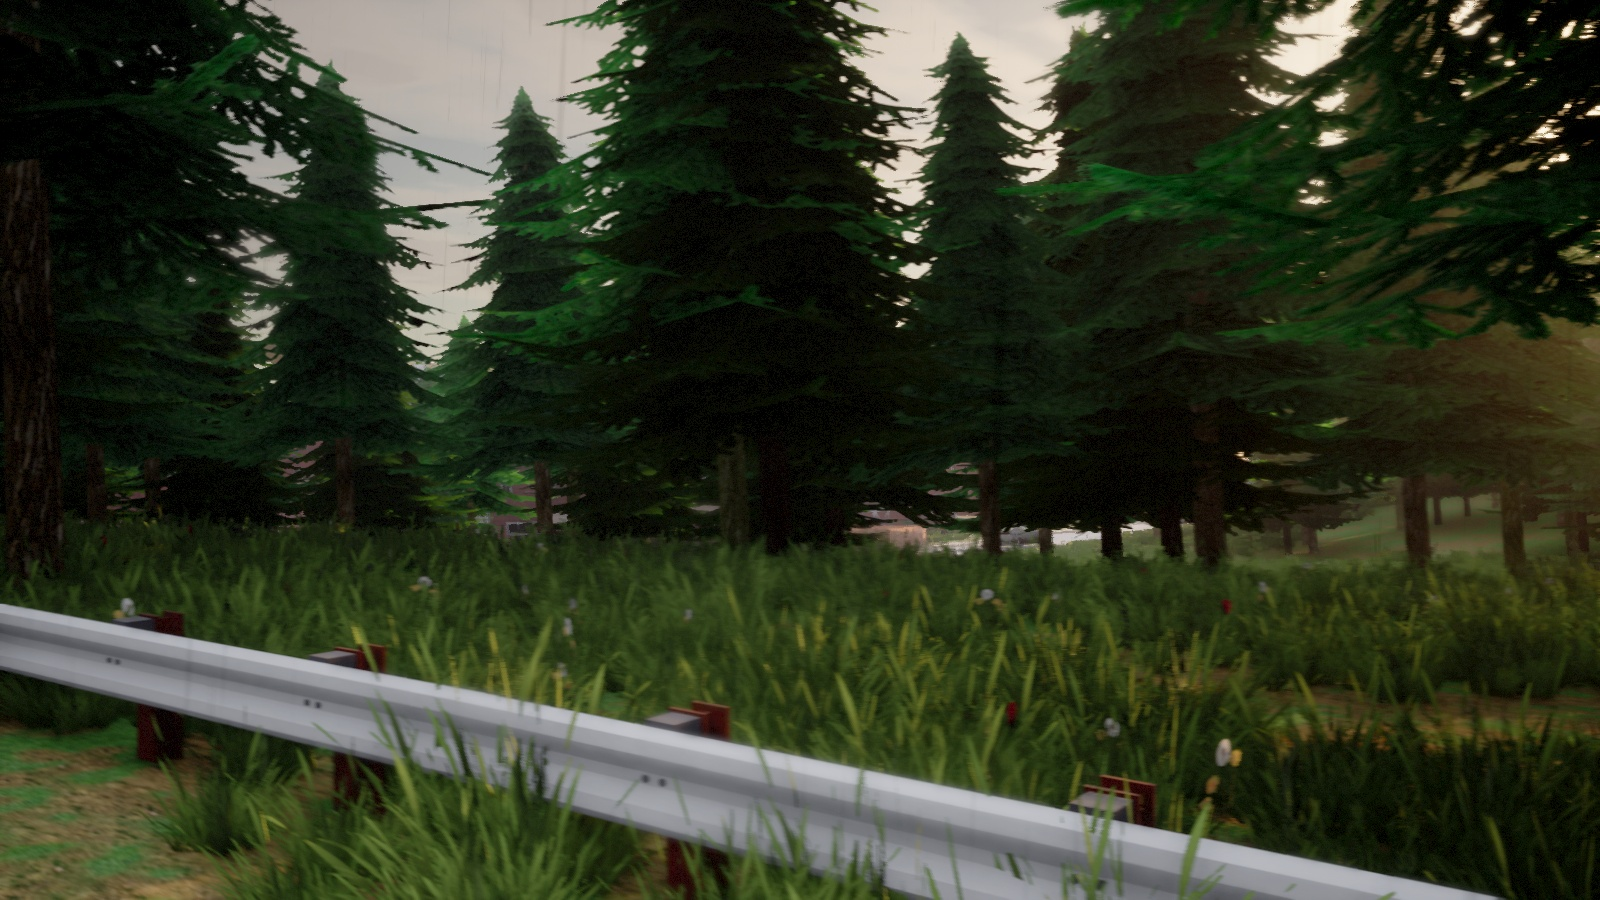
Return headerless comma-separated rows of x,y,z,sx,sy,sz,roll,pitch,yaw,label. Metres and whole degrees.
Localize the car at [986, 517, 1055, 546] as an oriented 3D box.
14.878,5.480,84.495,2.128,1.511,4.902,-6,-2,42,car
